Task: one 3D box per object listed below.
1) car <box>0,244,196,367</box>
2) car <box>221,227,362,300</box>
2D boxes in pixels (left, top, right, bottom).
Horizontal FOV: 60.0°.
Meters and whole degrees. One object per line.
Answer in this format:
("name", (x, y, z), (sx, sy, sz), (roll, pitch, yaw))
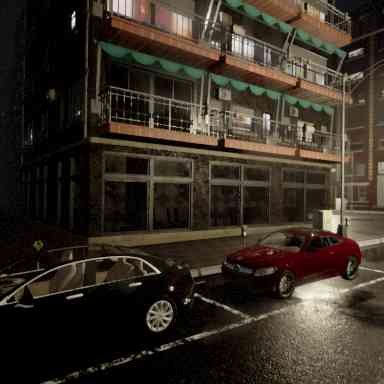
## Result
("car", (-1.978, 1.551, 5.090), (4.403, 1.369, 2.008), (0, 1, -35))
("car", (2.650, 1.585, 8.393), (4.206, 1.307, 1.802), (0, 1, -35))
